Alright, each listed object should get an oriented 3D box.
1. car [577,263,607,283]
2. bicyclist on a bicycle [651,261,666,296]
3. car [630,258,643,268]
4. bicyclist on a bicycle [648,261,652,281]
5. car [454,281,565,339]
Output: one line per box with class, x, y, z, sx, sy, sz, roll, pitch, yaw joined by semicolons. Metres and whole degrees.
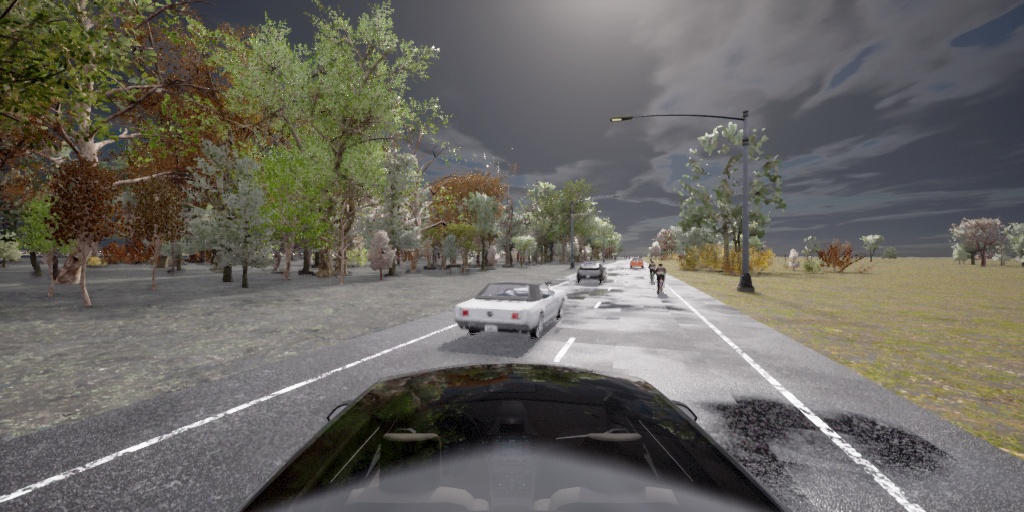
car;6.186;1.247;27.661;2.128;1.511;4.902;0;0;19
bicyclist on a bicycle;7.720;1.207;18.618;0.582;1.620;1.656;0;0;19
car;21.478;1.118;61.721;2.097;1.767;4.553;0;0;19
bicyclist on a bicycle;10.604;1.209;27.088;0.582;1.620;1.656;0;0;19
car;0.251;1.352;10.221;1.895;1.301;4.718;0;0;19
